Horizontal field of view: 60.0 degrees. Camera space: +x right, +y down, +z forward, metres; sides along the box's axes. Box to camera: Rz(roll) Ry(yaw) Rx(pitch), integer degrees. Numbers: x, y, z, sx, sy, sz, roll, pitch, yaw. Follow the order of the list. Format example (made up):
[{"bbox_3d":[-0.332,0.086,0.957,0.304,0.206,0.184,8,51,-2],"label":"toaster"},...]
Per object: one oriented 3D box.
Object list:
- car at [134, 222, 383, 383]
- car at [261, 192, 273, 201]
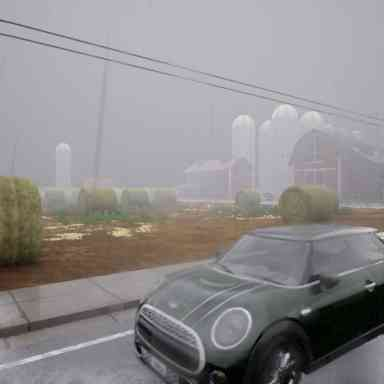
[{"bbox_3d":[1.431,1.351,5.062,4.553,1.767,2.097,0,0,-36],"label":"car"},{"bbox_3d":[15.789,1.117,72.832,3.866,1.878,1.905,-2,5,10],"label":"car"}]
